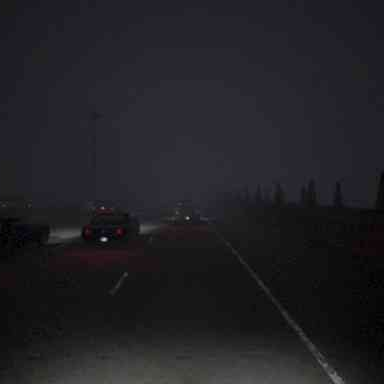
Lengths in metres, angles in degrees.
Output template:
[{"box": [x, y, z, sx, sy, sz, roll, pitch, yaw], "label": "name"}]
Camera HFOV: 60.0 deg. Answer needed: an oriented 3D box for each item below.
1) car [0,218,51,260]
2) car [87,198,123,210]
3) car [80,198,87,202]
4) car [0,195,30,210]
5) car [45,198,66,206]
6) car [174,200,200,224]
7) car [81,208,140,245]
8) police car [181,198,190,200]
[{"box": [-7.048, 1.623, 12.395, 1.895, 1.301, 4.718, 0, 0, -1], "label": "car"}, {"box": [-7.519, 1.405, 29.973, 2.097, 1.767, 4.553, 0, 0, -2], "label": "car"}, {"box": [-15.182, 1.594, 48.838, 1.837, 1.490, 4.892, 0, -1, -1], "label": "car"}, {"box": [-18.294, 1.281, 33.301, 2.150, 2.045, 5.566, 0, 0, -1], "label": "car"}, {"box": [-22.324, 1.701, 54.370, 1.895, 1.301, 4.718, 0, 0, -2], "label": "car"}, {"box": [-0.375, 1.570, 24.970, 1.812, 1.442, 4.674, 0, 0, -2], "label": "car"}, {"box": [-3.624, 1.629, 15.699, 1.895, 1.301, 4.718, 0, 0, -1], "label": "car"}, {"box": [-0.838, 1.579, 41.243, 2.038, 1.542, 4.974, 0, 0, -2], "label": "police car"}]
